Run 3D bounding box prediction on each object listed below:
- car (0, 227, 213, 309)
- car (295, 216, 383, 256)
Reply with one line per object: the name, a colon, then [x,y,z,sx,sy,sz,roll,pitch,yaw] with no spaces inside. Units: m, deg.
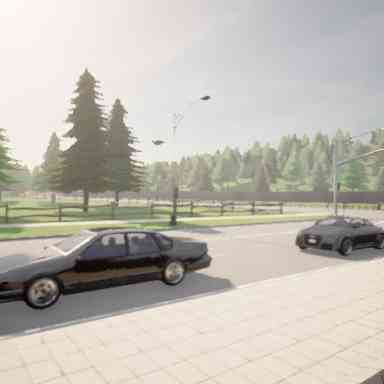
car: [-2.006,1.581,8.071,5.357,1.411,2.033,1,0,-35]
car: [6.234,1.710,13.869,4.181,1.385,1.994,1,0,-35]
